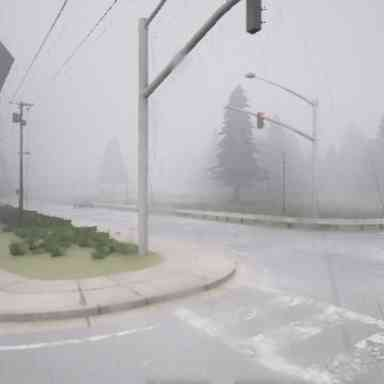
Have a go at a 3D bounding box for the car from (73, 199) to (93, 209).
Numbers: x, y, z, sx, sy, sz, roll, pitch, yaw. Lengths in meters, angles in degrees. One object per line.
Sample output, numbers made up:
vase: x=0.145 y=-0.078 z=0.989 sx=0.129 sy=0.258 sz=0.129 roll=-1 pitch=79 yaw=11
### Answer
car: x=-15.657 y=1.619 z=47.772 sx=1.994 sy=1.385 sz=4.181 roll=0 pitch=0 yaw=-34
